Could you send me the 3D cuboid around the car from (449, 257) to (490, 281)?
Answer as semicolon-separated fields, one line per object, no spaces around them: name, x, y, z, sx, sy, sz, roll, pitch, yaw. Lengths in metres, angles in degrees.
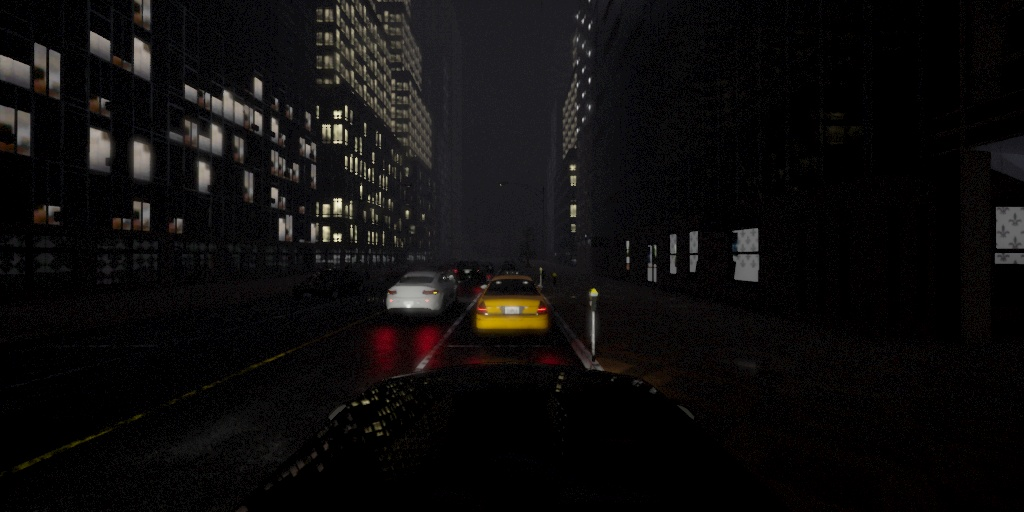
car;-3.068;1.097;26.766;2.097;1.767;4.553;0;0;0

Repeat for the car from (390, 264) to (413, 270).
car;-8.835;1.325;29.033;1.802;1.307;4.207;0;0;0

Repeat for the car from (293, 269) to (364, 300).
car;-8.836;1.313;17.650;1.948;1.339;4.313;0;0;0

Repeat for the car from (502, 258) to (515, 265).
car;-0.455;1.298;46.099;1.948;1.339;4.313;0;0;0

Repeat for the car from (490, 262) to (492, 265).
car;-3.064;1.336;42.266;1.895;1.301;4.718;0;0;0

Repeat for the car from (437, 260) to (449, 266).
car;-6.234;1.301;37.733;1.994;1.385;4.181;0;0;0

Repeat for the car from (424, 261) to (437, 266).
car;-8.836;1.286;40.419;2.007;1.370;4.403;0;0;0

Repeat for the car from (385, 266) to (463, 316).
car;-3.146;1.275;13.213;1.812;1.442;4.674;0;0;0

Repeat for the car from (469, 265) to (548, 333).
car;0.004;1.206;10.689;1.801;1.575;5.366;0;0;0
